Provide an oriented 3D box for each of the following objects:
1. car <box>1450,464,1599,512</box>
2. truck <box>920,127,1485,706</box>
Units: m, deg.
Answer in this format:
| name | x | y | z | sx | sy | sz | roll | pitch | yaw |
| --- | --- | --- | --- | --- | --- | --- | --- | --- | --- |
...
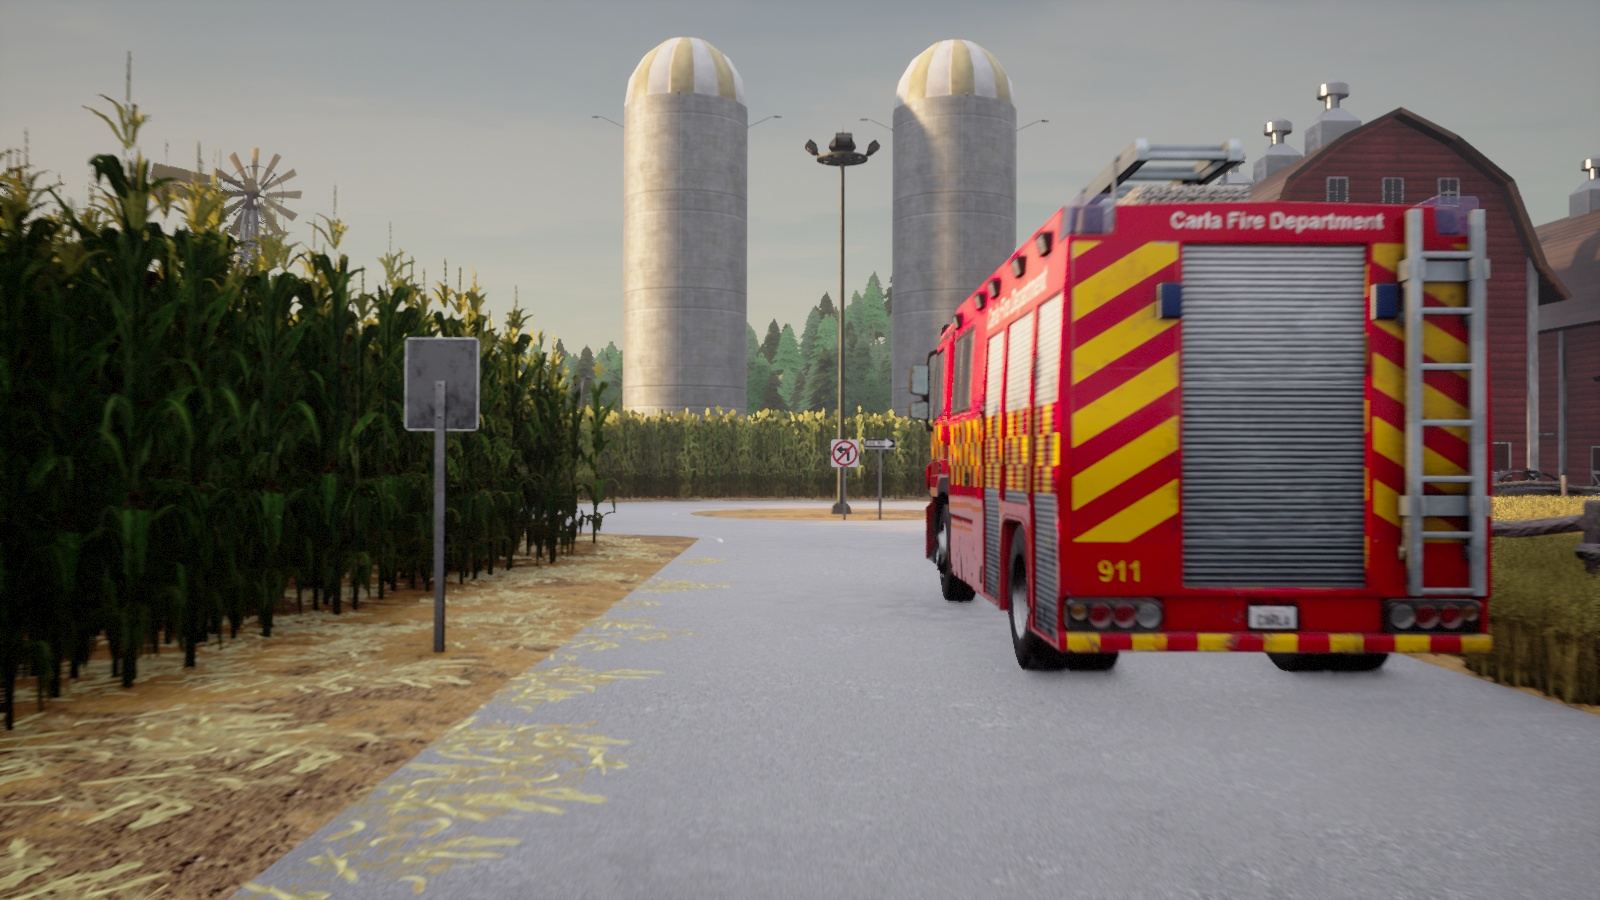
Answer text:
| name | x | y | z | sx | sy | sz | roll | pitch | yaw |
| --- | --- | --- | --- | --- | --- | --- | --- | --- | --- |
| car | 23.073 | 1.185 | 39.650 | 4.193 | 1.474 | 1.816 | 0 | -1 | -4 |
| truck | 3.064 | -0.179 | 12.558 | 2.891 | 3.827 | 8.468 | 0 | -1 | 0 |
